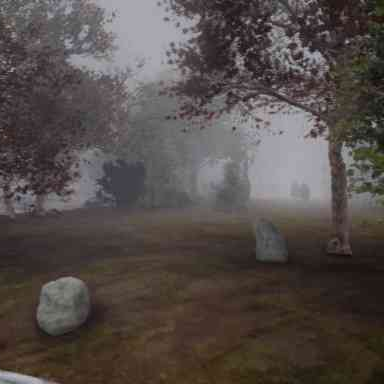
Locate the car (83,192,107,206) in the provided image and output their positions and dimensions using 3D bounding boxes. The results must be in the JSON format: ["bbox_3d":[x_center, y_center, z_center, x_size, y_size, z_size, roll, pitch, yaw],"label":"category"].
[{"bbox_3d":[-12.062,1.006,42.782,1.994,1.385,4.181,0,1,5],"label":"car"}]
